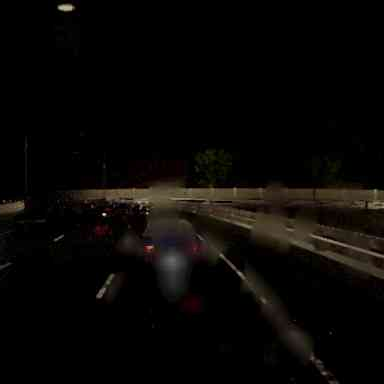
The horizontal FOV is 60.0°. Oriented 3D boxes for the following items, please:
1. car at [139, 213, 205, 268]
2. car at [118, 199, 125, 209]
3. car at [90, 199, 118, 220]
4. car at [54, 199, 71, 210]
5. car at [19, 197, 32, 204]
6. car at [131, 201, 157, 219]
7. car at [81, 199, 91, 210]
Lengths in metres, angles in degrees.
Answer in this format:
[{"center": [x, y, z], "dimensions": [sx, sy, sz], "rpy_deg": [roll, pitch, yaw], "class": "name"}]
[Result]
[{"center": [-0.796, 1.634, 11.488], "dimensions": [1.895, 1.301, 4.718], "rpy_deg": [0, 0, -6], "class": "car"}, {"center": [-10.918, 1.732, 47.508], "dimensions": [1.994, 1.385, 4.181], "rpy_deg": [0, 0, -25], "class": "car"}, {"center": [-7.866, 1.613, 29.611], "dimensions": [1.837, 1.490, 4.892], "rpy_deg": [0, -1, -16], "class": "car"}, {"center": [-17.899, 1.699, 45.935], "dimensions": [1.837, 1.490, 4.892], "rpy_deg": [0, 0, -26], "class": "car"}, {"center": [-36.632, 1.870, 72.948], "dimensions": [2.128, 1.511, 4.902], "rpy_deg": [0, 0, -44], "class": "car"}, {"center": [-4.354, 1.588, 30.044], "dimensions": [2.128, 1.511, 4.902], "rpy_deg": [0, 0, -15], "class": "car"}, {"center": [-14.467, 1.708, 46.884], "dimensions": [1.812, 1.442, 4.674], "rpy_deg": [0, 0, -26], "class": "car"}]
